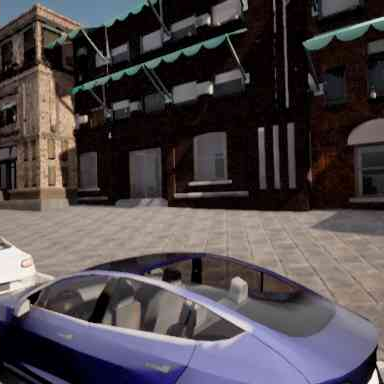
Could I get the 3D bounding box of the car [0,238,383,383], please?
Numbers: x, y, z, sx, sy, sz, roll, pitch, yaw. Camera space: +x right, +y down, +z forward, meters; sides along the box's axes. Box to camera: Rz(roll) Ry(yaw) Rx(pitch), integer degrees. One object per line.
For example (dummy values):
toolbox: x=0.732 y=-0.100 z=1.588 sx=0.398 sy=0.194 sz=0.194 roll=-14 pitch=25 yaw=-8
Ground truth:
car: x=-0.603 y=1.452 z=3.746 sx=4.792 sy=1.488 sz=2.163 roll=0 pitch=0 yaw=35

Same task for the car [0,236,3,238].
car: x=-5.092 y=1.461 z=6.950 sx=4.674 sy=1.452 sz=2.002 roll=0 pitch=0 yaw=36
